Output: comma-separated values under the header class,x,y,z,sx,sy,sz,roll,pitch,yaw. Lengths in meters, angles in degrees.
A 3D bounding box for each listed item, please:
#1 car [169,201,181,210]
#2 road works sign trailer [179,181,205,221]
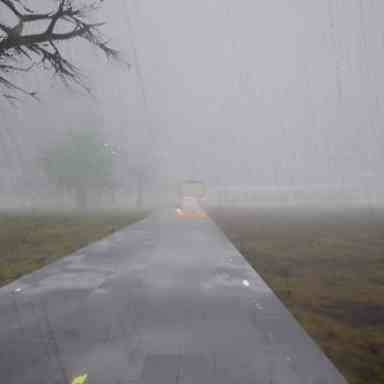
class,x,y,z,sx,sy,sz,roll,pitch,yaw
car,-2.800,2.296,56.744,2.033,1.411,5.357,0,-1,1
road works sign trailer,0.009,0.799,30.437,2.380,3.560,2.880,0,-1,1
